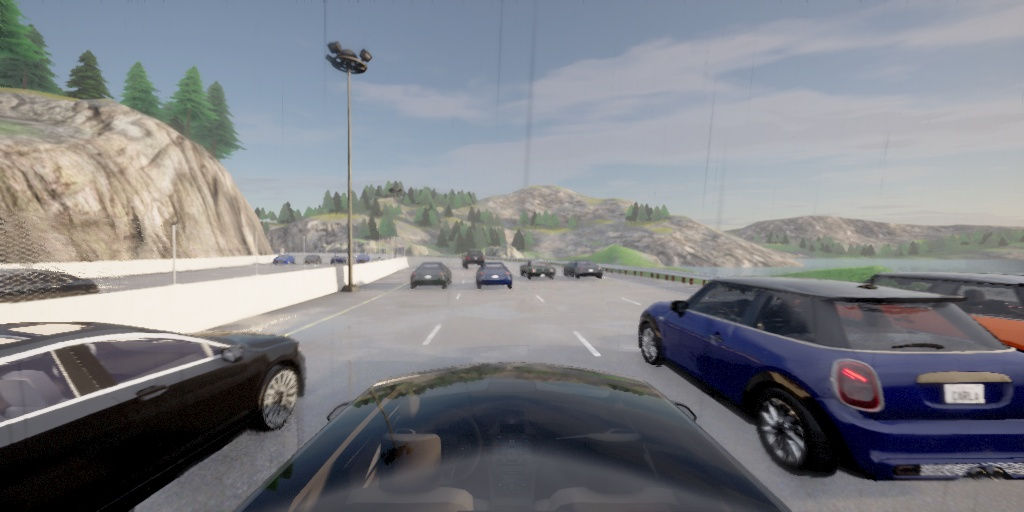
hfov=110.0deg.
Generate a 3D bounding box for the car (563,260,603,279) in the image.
[{"bbox_3d":[5.202,0.943,26.861,1.994,1.385,4.181,0,1,-8],"label":"car"}]

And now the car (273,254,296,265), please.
[{"bbox_3d":[-32.682,0.512,51.519,1.882,1.535,5.008,0,1,-18],"label":"car"}]

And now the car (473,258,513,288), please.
[{"bbox_3d":[-1.105,1.034,20.863,1.994,1.385,4.181,0,1,-6],"label":"car"}]

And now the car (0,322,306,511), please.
[{"bbox_3d":[-3.495,1.231,2.563,2.128,1.511,4.902,0,1,0],"label":"car"}]

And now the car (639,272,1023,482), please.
[{"bbox_3d":[3.456,1.054,4.899,2.097,1.767,4.553,0,1,-1],"label":"car"}]

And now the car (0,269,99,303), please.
[{"bbox_3d":[-14.417,1.143,9.695,1.837,1.490,4.892,0,1,-3],"label":"car"}]

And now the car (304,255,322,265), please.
[{"bbox_3d":[-29.571,0.540,53.322,1.837,1.490,4.892,0,1,-18],"label":"car"}]

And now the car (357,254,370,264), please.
[{"bbox_3d":[-22.885,0.456,55.385,1.882,1.535,5.008,0,1,-18],"label":"car"}]

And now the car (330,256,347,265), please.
[{"bbox_3d":[-26.235,0.590,54.382,1.895,1.301,4.718,0,1,-18],"label":"car"}]

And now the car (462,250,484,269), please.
[{"bbox_3d":[-4.574,0.378,41.876,2.150,2.045,5.566,0,0,-13],"label":"car"}]

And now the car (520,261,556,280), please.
[{"bbox_3d":[1.775,0.989,26.345,1.895,1.301,4.718,0,1,-8],"label":"car"}]

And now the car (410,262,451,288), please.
[{"bbox_3d":[-4.604,1.037,20.723,1.994,1.385,4.181,0,1,-6],"label":"car"}]
